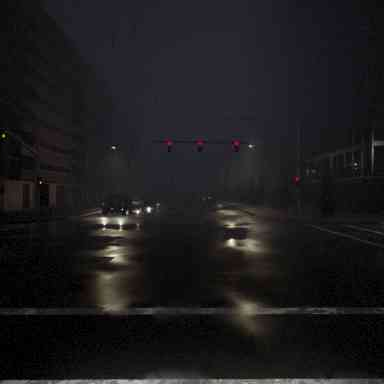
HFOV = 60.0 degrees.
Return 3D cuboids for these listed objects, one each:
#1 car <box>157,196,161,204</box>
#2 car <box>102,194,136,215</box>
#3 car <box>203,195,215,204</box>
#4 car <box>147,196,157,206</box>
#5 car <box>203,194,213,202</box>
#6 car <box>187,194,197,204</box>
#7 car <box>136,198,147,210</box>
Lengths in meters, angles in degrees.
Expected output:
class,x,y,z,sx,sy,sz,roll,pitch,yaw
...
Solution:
class,x,y,z,sx,sy,sz,roll,pitch,yaw
car,-7.166,1.526,64.638,1.812,1.442,4.674,0,0,1
car,-7.455,1.221,33.762,2.150,2.045,5.566,0,0,0
car,3.478,1.490,64.777,2.128,1.511,4.902,0,0,1
car,-7.331,1.601,53.526,1.895,1.301,4.718,0,0,1
car,3.485,1.355,74.641,2.097,1.767,4.553,0,0,1
car,-0.021,1.563,64.686,1.994,1.385,4.181,0,0,1
car,-7.440,1.526,43.556,1.812,1.442,4.674,0,0,1
